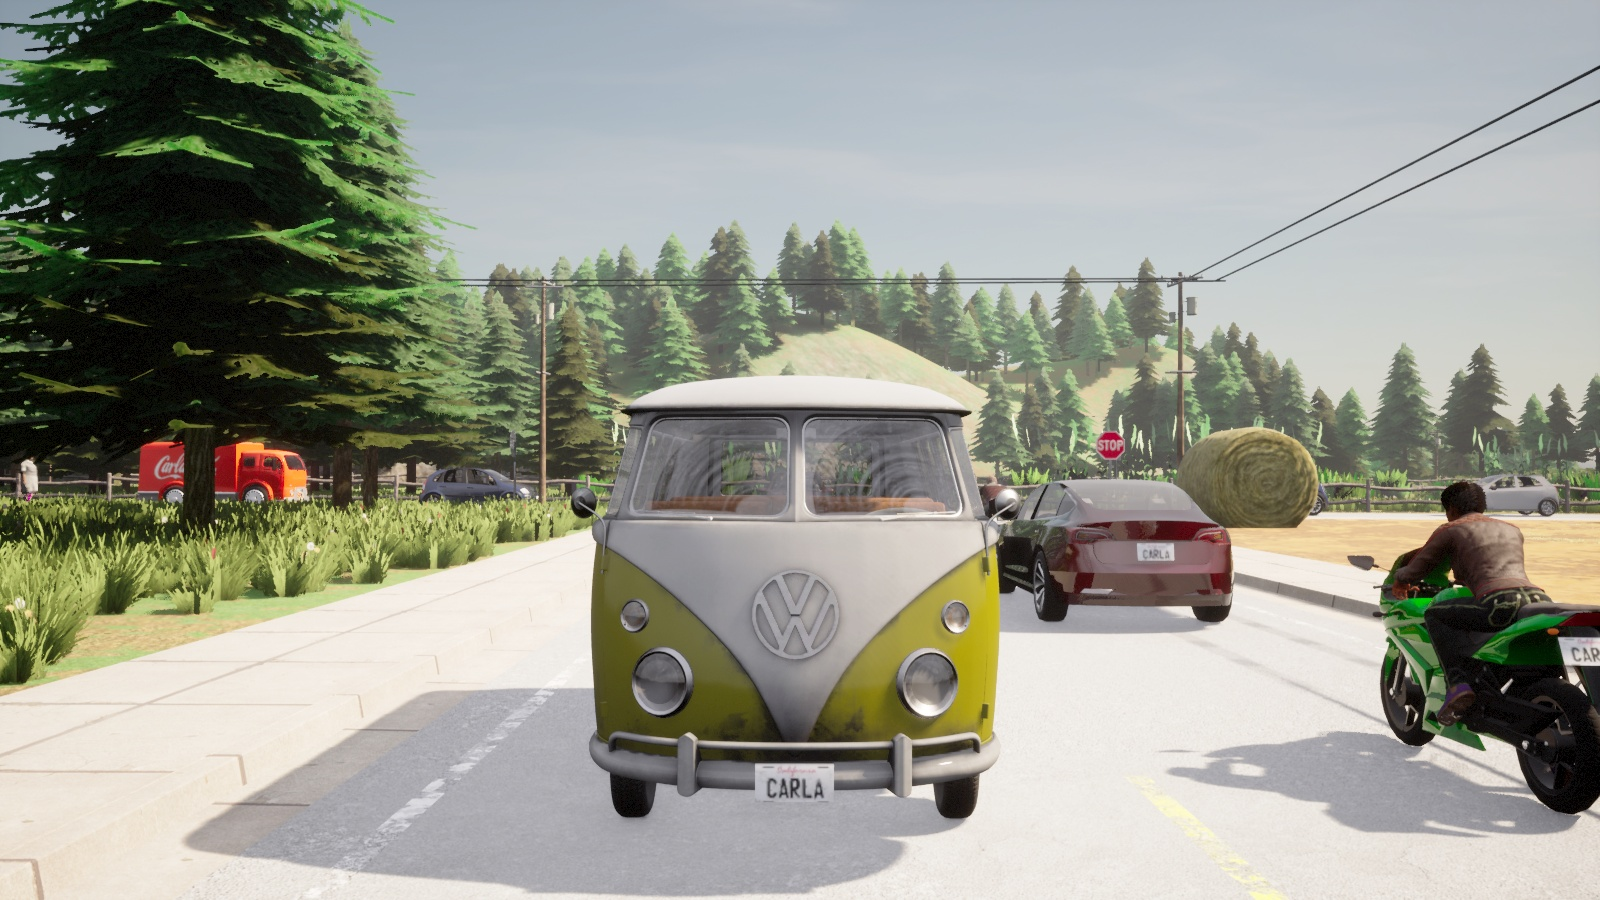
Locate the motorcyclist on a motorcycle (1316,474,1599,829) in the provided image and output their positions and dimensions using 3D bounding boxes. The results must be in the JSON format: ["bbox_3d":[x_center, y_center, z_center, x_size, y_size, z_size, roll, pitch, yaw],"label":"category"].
[{"bbox_3d":[3.484,0.891,6.457,0.797,1.523,2.044,0,-1,0],"label":"motorcyclist on a motorcycle"}]

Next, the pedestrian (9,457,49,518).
[{"bbox_3d":[-24.862,1.217,40.492,0.873,1.952,0.659,0,-1,0],"label":"pedestrian"}]

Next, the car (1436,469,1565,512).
[{"bbox_3d":[25.302,1.454,45.461,3.633,1.501,1.845,0,-1,3],"label":"car"}]

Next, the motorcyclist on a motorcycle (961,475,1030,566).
[{"bbox_3d":[3.447,1.210,22.363,0.866,1.530,2.191,0,-1,0],"label":"motorcyclist on a motorcycle"}]

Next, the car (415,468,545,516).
[{"bbox_3d":[-11.075,1.453,43.640,3.988,1.617,1.851,0,-1,3],"label":"car"}]

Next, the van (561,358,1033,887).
[{"bbox_3d":[-0.017,0.684,6.965,1.775,1.987,4.442,0,-1,0],"label":"van"}]

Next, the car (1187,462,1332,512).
[{"bbox_3d":[16.717,1.340,45.861,4.553,1.767,2.097,0,-1,3],"label":"car"}]

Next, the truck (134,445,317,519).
[{"bbox_3d":[-20.062,1.111,44.039,5.204,2.467,2.627,0,-1,2],"label":"truck"}]

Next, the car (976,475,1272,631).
[{"bbox_3d":[3.466,1.044,14.535,2.163,1.488,4.792,0,-1,0],"label":"car"}]
